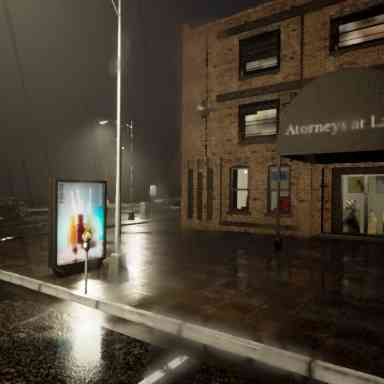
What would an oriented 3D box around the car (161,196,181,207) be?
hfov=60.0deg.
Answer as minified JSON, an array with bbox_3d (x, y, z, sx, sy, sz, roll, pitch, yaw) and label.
[{"bbox_3d":[-1.464,1.279,47.175,2.033,1.411,5.357,1,1,36],"label":"car"}]

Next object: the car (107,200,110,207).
[{"bbox_3d":[-11.714,1.292,38.635,1.812,1.442,4.674,1,1,36],"label":"car"}]

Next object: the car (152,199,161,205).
[{"bbox_3d":[-3.784,1.288,49.504,1.895,1.301,4.718,1,1,36],"label":"car"}]

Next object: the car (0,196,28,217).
[{"bbox_3d":[-16.006,1.232,27.136,2.097,1.767,4.553,1,1,35],"label":"car"}]

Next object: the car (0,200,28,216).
[{"bbox_3d":[-17.745,1.429,30.348,1.895,1.301,4.718,1,1,33],"label":"car"}]
